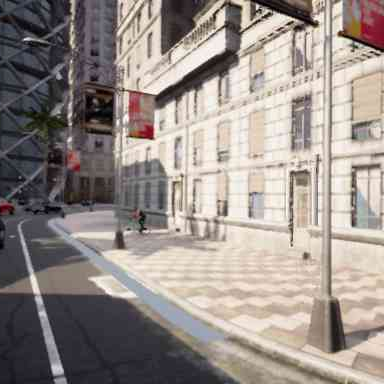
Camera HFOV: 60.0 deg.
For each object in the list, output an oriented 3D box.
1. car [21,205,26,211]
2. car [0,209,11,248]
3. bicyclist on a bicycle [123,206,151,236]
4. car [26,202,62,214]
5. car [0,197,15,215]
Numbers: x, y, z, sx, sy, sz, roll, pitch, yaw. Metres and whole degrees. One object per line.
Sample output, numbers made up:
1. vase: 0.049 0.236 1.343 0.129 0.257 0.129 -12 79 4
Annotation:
1. car: -21.877 2.097 47.332 2.033 1.411 5.357 1 -1 9
2. car: -9.480 1.690 15.004 2.033 1.411 5.357 1 -1 -29
3. bicyclist on a bicycle: -3.021 1.599 18.418 1.656 1.620 0.582 1 -1 -29
4. car: -18.413 2.056 42.314 2.033 1.411 5.357 1 -1 0
5. car: -21.607 1.581 36.668 2.150 2.045 5.566 1 -1 -7
